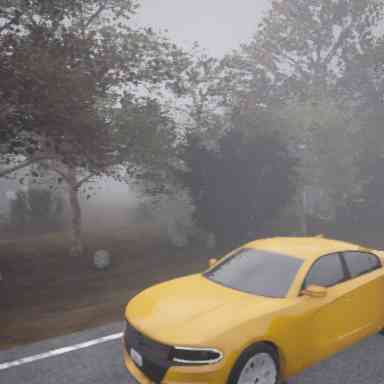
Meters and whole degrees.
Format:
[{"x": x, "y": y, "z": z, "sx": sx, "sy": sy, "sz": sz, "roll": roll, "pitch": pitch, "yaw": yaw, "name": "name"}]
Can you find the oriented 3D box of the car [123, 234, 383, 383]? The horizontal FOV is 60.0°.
[{"x": 1.444, "y": 1.472, "z": 5.003, "sx": 5.008, "sy": 1.535, "sz": 1.882, "roll": -1, "pitch": 0, "yaw": -35, "name": "car"}]
